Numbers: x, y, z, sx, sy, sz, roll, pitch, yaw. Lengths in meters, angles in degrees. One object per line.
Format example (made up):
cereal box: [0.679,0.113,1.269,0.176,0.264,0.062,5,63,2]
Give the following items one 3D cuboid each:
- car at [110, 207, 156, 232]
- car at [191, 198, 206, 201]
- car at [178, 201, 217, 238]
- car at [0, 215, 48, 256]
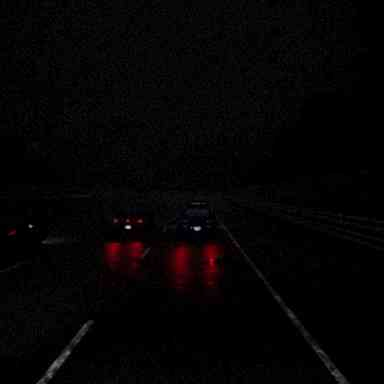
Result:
car: [-3.198,1.488,19.134,1.895,1.301,4.718,0,0,1]
car: [0.688,1.327,34.485,2.128,1.511,4.902,0,0,2]
car: [0.268,1.424,16.980,1.812,1.442,4.674,0,0,1]
car: [-6.819,1.472,11.103,2.033,1.411,5.357,0,0,1]
